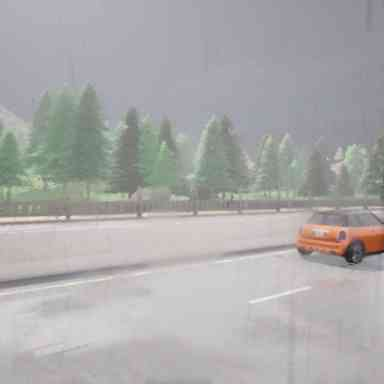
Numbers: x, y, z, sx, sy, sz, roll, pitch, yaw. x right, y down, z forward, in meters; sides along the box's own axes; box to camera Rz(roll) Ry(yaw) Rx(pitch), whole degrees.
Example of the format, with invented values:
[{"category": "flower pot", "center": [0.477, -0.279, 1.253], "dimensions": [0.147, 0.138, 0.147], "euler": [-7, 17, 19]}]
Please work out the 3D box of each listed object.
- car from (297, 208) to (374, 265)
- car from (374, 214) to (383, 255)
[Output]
[{"category": "car", "center": [6.008, 1.457, 12.380], "dimensions": [4.553, 1.767, 2.097], "euler": [1, 0, -35]}, {"category": "car", "center": [7.631, 1.325, 9.242], "dimensions": [5.566, 2.045, 2.150], "euler": [0, 0, -35]}]
